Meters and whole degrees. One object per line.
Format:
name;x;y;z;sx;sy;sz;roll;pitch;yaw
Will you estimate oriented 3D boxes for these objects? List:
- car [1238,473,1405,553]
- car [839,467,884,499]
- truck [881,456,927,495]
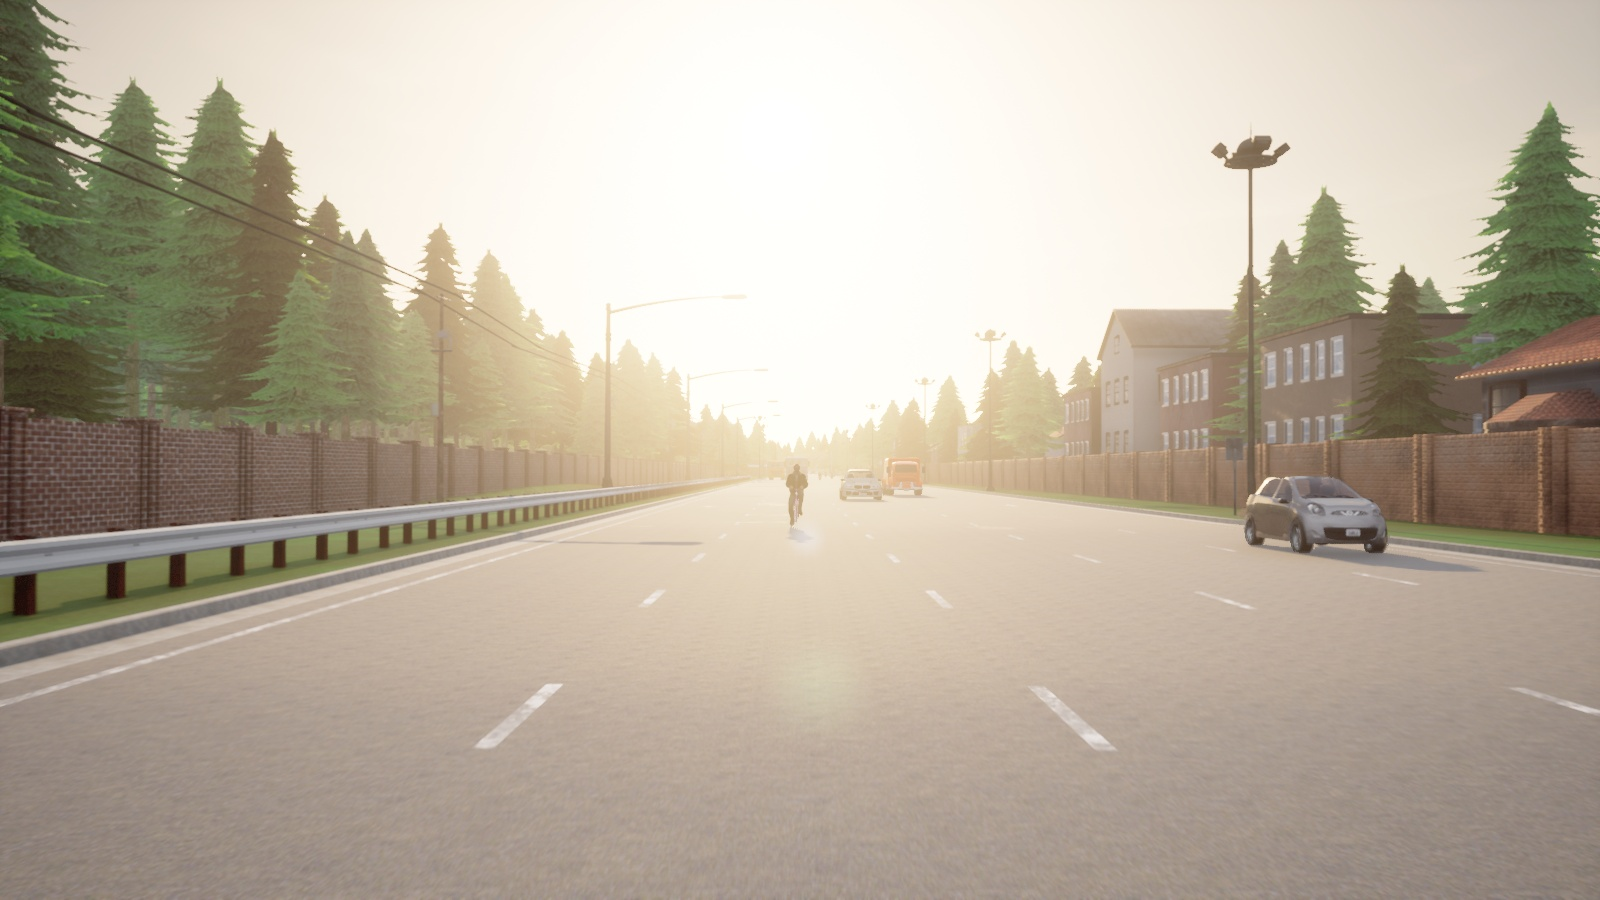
car;10.437;1.212;25.418;1.845;1.501;3.633;0;-1;0
car;3.329;1.800;68.951;2.242;1.667;4.611;0;-1;0
truck;6.793;1.685;82.667;2.627;2.467;5.204;0;-1;0
